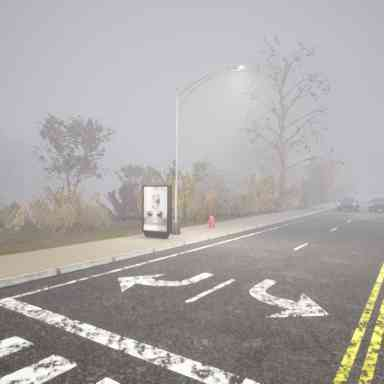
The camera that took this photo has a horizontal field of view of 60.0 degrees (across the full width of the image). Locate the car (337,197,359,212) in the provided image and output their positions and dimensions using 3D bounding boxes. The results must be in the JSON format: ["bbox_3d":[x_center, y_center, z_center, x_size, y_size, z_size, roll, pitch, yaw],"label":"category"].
[{"bbox_3d":[18.708,1.390,39.731,2.097,1.767,4.553,0,0,30],"label":"car"}]

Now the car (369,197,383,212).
[{"bbox_3d":[21.509,1.393,38.084,2.097,1.767,4.553,0,0,30],"label":"car"}]
